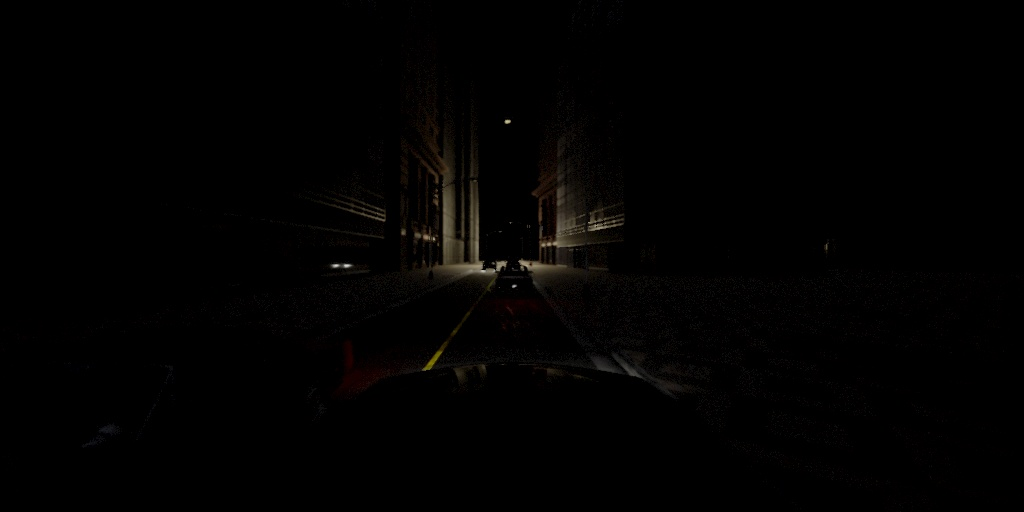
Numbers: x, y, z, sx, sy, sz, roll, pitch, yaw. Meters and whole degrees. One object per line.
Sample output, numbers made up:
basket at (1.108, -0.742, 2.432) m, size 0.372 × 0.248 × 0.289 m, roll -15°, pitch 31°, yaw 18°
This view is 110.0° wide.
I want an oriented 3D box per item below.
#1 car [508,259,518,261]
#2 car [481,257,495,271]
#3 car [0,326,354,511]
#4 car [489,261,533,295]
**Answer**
car at (0.111, 1.171, 44.772) m, size 1.837 × 1.490 × 4.892 m, roll 0°, pitch 0°, yaw 0°
car at (-2.988, 1.178, 48.576) m, size 1.837 × 1.490 × 4.892 m, roll 0°, pitch 0°, yaw 0°
car at (-3.100, 1.349, 2.685) m, size 1.895 × 1.301 × 4.718 m, roll 0°, pitch 0°, yaw 0°
car at (0.106, 1.213, 19.364) m, size 2.128 × 1.511 × 4.902 m, roll 0°, pitch 0°, yaw 0°
